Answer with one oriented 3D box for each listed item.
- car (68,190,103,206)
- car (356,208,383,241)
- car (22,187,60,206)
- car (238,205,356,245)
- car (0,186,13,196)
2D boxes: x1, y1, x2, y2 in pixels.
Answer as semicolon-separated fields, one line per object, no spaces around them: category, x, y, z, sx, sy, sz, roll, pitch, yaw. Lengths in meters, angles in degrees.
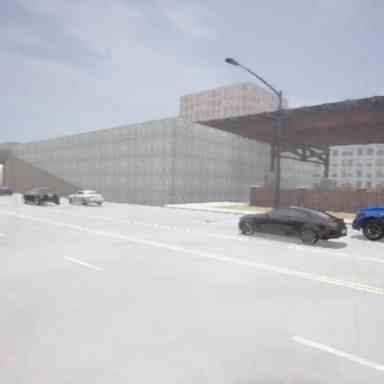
car;-10.654;0.568;33.290;4.674;1.442;1.812;2;2;43
car;9.886;1.150;14.026;5.566;2.045;2.150;2;2;43
car;-14.692;0.319;32.299;4.553;1.767;2.097;2;2;43
car;4.237;1.311;14.510;4.674;1.442;1.812;2;2;43
car;-28.968;-0.202;50.504;5.357;1.411;2.033;2;2;43
